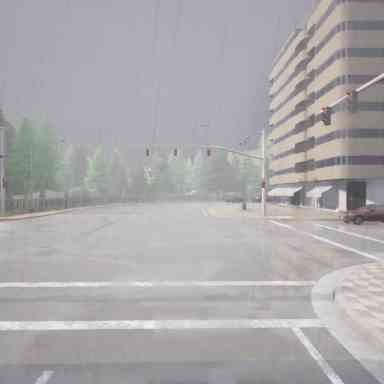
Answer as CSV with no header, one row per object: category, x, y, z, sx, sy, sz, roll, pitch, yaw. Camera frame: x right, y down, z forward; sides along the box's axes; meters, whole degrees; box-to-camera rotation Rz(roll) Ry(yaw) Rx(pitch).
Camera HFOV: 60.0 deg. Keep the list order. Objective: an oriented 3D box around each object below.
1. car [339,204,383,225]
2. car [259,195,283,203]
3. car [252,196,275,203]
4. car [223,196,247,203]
car,13.167,1.581,24.113,4.674,1.442,1.812,0,0,-1
car,17.555,1.525,73.762,4.902,1.511,2.128,0,0,-23
car,14.204,1.526,67.860,4.674,1.442,1.812,0,0,-34
car,8.891,1.547,68.158,5.357,1.411,2.033,0,0,-38
